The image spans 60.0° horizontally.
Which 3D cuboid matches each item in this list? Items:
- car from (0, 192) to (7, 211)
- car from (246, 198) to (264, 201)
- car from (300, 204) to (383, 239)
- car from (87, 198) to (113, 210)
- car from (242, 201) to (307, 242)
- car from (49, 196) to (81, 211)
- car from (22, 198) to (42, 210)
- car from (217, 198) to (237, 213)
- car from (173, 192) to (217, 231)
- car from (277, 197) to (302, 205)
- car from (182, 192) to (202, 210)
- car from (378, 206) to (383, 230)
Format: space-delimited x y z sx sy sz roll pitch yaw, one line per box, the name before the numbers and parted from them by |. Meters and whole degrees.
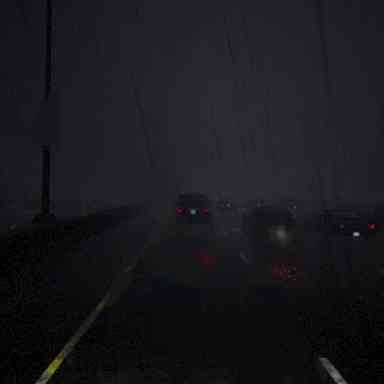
car | -21.124 1.021 33.745 2.150 2.045 5.566 0 0 0
car | 7.017 1.355 36.617 1.994 1.385 4.181 0 0 0
car | 7.063 1.499 16.520 1.895 1.301 4.718 0 0 0
car | -10.588 1.397 38.288 1.895 1.301 4.718 0 0 0
car | 3.565 1.408 15.666 1.837 1.490 4.892 0 0 0
car | -14.096 1.273 37.403 1.882 1.535 5.008 0 0 0
car | -17.589 1.362 38.034 1.994 1.385 4.181 0 0 0
car | 3.522 1.341 34.511 2.033 1.411 5.357 0 0 0
car | 0.055 1.102 19.854 2.150 2.045 5.566 0 1 0
car | 10.518 1.295 36.328 1.837 1.490 4.892 0 0 0
car | 0.007 1.024 40.000 2.150 2.045 5.566 0 0 0
car | 10.562 1.372 17.047 1.882 1.535 5.008 0 0 0
